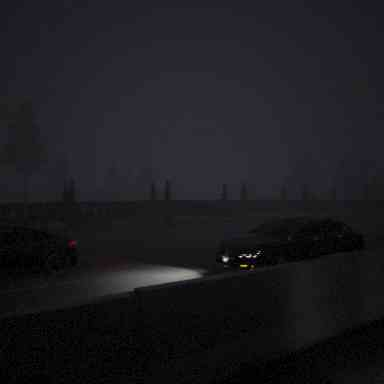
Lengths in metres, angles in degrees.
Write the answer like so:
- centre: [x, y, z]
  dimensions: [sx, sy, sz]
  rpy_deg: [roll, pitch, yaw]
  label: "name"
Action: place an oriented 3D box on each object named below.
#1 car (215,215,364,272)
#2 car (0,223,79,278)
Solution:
- centre: [2.960, 1.484, 9.727]
  dimensions: [4.892, 1.490, 1.837]
  rpy_deg: [0, 0, -30]
  label: "car"
- centre: [-5.177, 1.532, 8.657]
  dimensions: [4.181, 1.385, 1.994]
  rpy_deg: [0, 0, -34]
  label: "car"
